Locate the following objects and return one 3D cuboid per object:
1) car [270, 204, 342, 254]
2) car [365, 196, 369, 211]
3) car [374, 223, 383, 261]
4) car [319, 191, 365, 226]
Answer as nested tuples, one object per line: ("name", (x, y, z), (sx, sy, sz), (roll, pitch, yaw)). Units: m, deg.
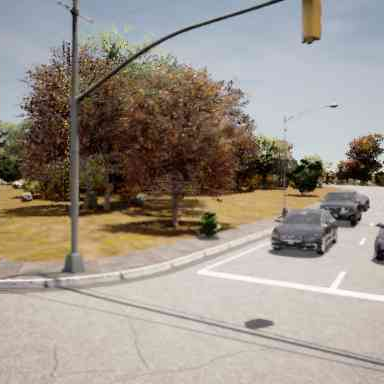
("car", (4.688, 1.477, 13.615), (1.837, 1.490, 4.892), (0, 1, 31))
("car", (15.473, 0.932, 31.201), (2.033, 1.411, 5.357), (0, 3, 32))
("car", (7.507, 1.540, 11.515), (1.994, 1.385, 4.181), (0, 1, 32))
("car", (9.900, 0.998, 22.131), (2.150, 2.045, 5.566), (0, 2, 31))
